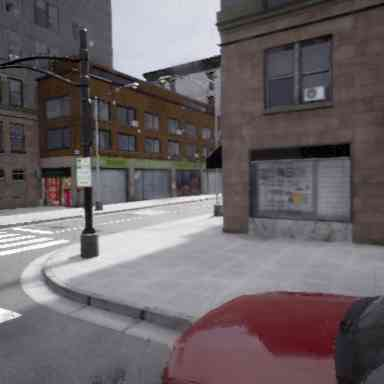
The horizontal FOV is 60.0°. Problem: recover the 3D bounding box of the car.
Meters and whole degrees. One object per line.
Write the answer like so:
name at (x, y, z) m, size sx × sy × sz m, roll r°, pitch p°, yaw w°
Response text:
car at (2.070, 1.207, 1.447) m, size 5.009 × 1.841 × 2.192 m, roll 1°, pitch 3°, yaw 32°
